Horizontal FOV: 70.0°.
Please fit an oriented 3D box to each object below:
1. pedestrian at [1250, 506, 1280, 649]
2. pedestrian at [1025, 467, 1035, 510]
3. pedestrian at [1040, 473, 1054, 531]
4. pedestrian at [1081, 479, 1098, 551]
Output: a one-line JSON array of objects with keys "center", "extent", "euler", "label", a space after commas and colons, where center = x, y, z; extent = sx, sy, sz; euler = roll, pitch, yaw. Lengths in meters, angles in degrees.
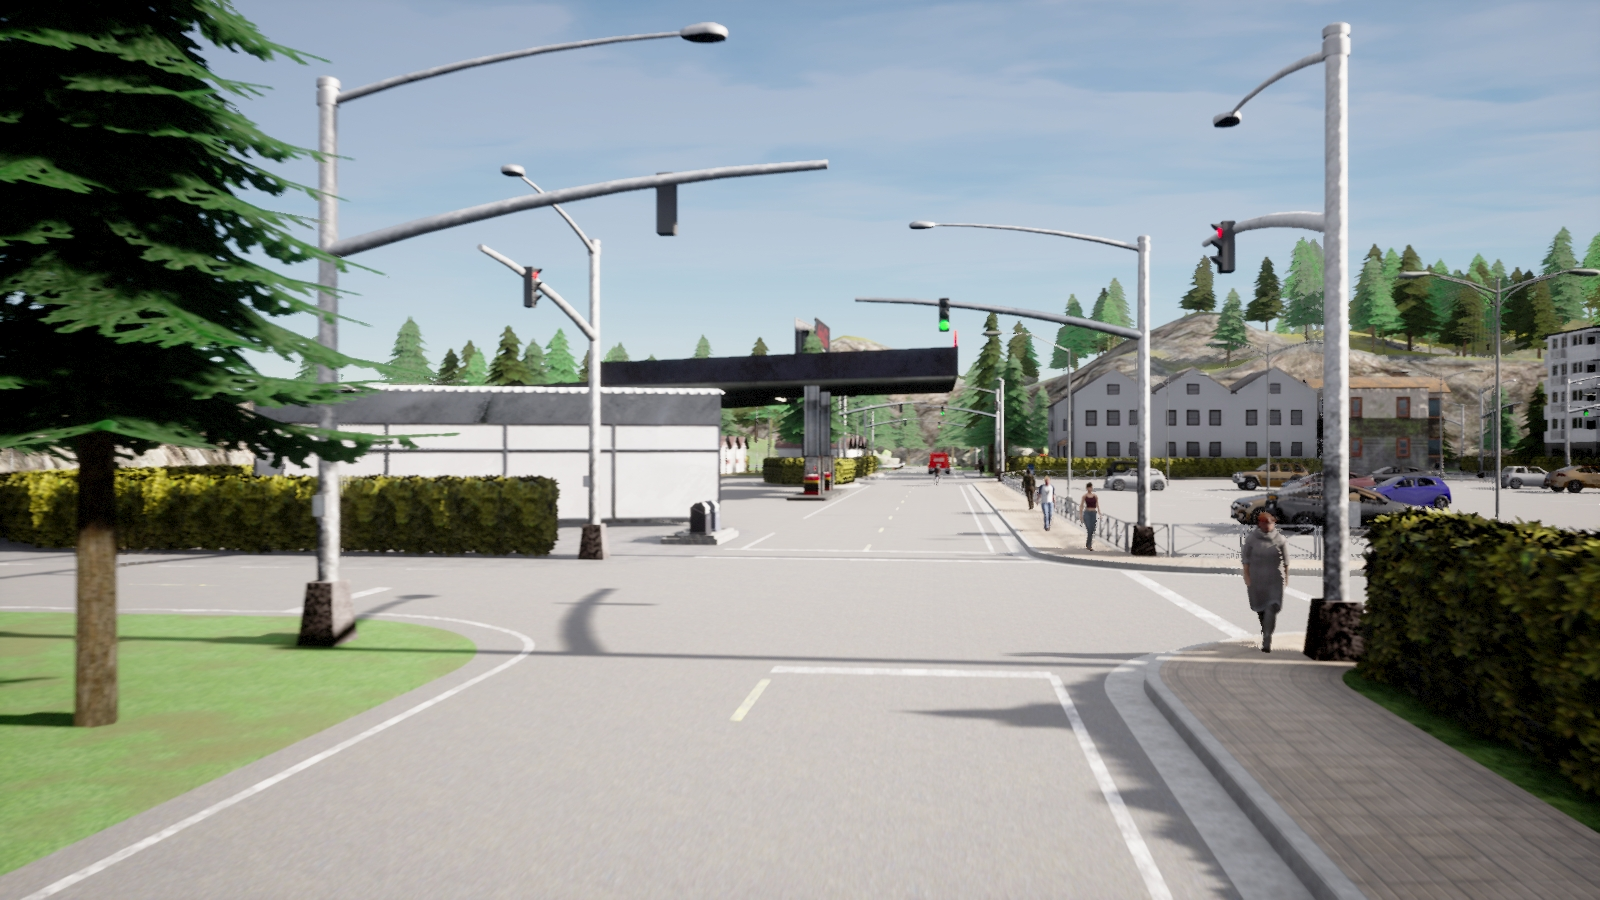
[{"center": [6.226, 1.693, 15.294], "extent": [0.375, 1.860, 0.375], "euler": [0, 0, 23], "label": "pedestrian"}, {"center": [10.022, 1.693, 49.817], "extent": [0.375, 1.860, 0.375], "euler": [0, 0, 6], "label": "pedestrian"}, {"center": [8.027, 1.694, 37.084], "extent": [0.375, 1.860, 0.375], "euler": [0, 0, 2], "label": "pedestrian"}, {"center": [7.602, 1.694, 30.003], "extent": [0.375, 1.860, 0.375], "euler": [0, 0, 6], "label": "pedestrian"}]
